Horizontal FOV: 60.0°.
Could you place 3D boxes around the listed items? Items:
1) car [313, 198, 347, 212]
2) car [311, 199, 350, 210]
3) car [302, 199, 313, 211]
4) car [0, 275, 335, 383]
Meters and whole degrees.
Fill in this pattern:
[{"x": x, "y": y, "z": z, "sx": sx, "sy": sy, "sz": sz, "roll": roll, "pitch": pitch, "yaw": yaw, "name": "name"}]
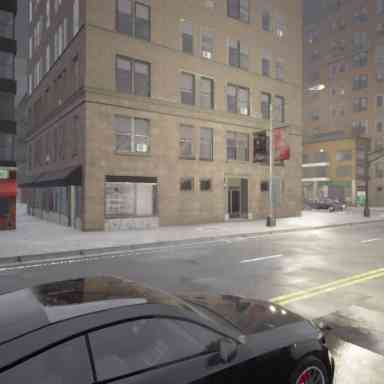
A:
[{"x": 15.150, "y": 1.482, "z": 38.225, "sx": 2.128, "sy": 1.511, "sz": 4.902, "roll": 0, "pitch": 0, "yaw": -35, "name": "car"}, {"x": 18.066, "y": 1.576, "z": 43.613, "sx": 1.947, "sy": 1.339, "sz": 4.313, "roll": 0, "pitch": 0, "yaw": -35, "name": "car"}, {"x": 11.508, "y": 1.420, "z": 38.989, "sx": 1.967, "sy": 1.590, "sz": 4.097, "roll": 0, "pitch": 0, "yaw": -35, "name": "car"}, {"x": -0.689, "y": 1.526, "z": 2.947, "sx": 4.674, "sy": 1.442, "sz": 1.812, "roll": 0, "pitch": 0, "yaw": -35, "name": "car"}]
